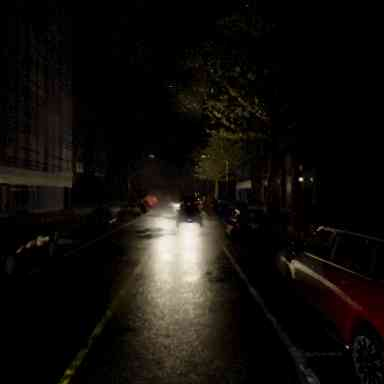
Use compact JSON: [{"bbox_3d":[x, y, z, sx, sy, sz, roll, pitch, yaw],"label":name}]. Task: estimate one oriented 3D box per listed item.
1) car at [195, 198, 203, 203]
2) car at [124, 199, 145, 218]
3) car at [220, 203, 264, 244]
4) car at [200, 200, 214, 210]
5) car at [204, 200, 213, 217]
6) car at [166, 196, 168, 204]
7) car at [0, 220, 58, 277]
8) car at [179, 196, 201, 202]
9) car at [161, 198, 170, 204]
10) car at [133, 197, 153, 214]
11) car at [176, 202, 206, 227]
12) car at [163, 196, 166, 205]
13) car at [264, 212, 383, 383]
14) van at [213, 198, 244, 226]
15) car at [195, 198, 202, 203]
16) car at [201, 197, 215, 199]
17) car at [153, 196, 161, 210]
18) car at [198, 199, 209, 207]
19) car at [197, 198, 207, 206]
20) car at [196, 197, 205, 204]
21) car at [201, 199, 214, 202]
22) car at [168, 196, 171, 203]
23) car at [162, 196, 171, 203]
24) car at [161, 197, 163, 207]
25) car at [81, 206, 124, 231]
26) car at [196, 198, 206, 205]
[{"bbox_3d":[1.797,2.186,83.892,1.802,1.307,4.206,0,-1,-1],"label":"car"},{"bbox_3d":[-6.076,1.734,32.875,1.752,1.417,4.829,0,0,-1],"label":"car"},{"bbox_3d":[2.664,1.528,16.227,1.967,1.590,4.097,0,0,-1],"label":"car"},{"bbox_3d":[2.230,1.867,50.060,1.887,1.381,4.507,0,0,-1],"label":"car"},{"bbox_3d":[2.447,1.774,33.144,1.802,1.307,4.206,0,0,-1],"label":"car"},{"bbox_3d":[-6.510,2.020,66.874,1.887,1.381,4.507,0,0,-1],"label":"car"},{"bbox_3d":[-5.789,1.619,10.491,1.887,1.381,4.507,0,0,-1],"label":"car"},{"bbox_3d":[-0.421,1.483,41.580,2.150,2.045,5.566,0,-1,-1],"label":"car"},{"bbox_3d":[-6.727,2.189,83.787,1.947,1.339,4.313,0,0,-1],"label":"car"},{"bbox_3d":[-6.151,1.567,38.684,2.192,1.841,5.009,0,0,-1],"label":"car"},{"bbox_3d":[-0.190,1.664,23.737,1.812,1.442,4.674,0,-1,-1],"label":"car"},{"bbox_3d":[-6.439,1.745,61.237,2.192,1.841,5.009,0,0,-1],"label":"car"},{"bbox_3d":[2.807,1.338,4.950,2.192,1.841,5.009,0,0,-1],"label":"car"},{"bbox_3d":[2.591,1.462,21.867,1.690,1.788,3.998,0,0,-1],"label":"van"},{"bbox_3d":[1.725,2.222,89.531,1.947,1.339,4.313,0,-1,-1],"label":"car"},{"bbox_3d":[2.302,1.593,44.423,2.192,1.841,5.009,0,0,-1],"label":"car"},{"bbox_3d":[-6.295,1.656,49.961,2.192,1.841,5.009,0,0,-1],"label":"car"},{"bbox_3d":[2.086,1.977,61.337,1.947,1.339,4.313,0,0,-1],"label":"car"},{"bbox_3d":[2.011,1.984,67.147,1.752,1.417,4.829,0,0,-1],"label":"car"},{"bbox_3d":[1.869,1.993,78.256,1.967,1.590,4.097,0,-1,-1],"label":"car"},{"bbox_3d":[2.374,1.800,38.781,1.947,1.339,4.313,0,0,-1],"label":"car"},{"bbox_3d":[-6.655,2.138,78.150,1.947,1.339,4.313,0,0,-1],"label":"car"},{"bbox_3d":[-6.801,1.990,89.427,2.192,1.841,5.009,0,-1,-1],"label":"car"},{"bbox_3d":[-6.366,1.951,55.597,1.947,1.339,4.313,0,0,-1],"label":"car"},{"bbox_3d":[-5.933,1.721,21.769,1.802,1.307,4.206,0,0,-1],"label":"car"},{"bbox_3d":[1.942,2.086,72.615,1.802,1.307,4.206,0,0,-1],"label":"car"}]
